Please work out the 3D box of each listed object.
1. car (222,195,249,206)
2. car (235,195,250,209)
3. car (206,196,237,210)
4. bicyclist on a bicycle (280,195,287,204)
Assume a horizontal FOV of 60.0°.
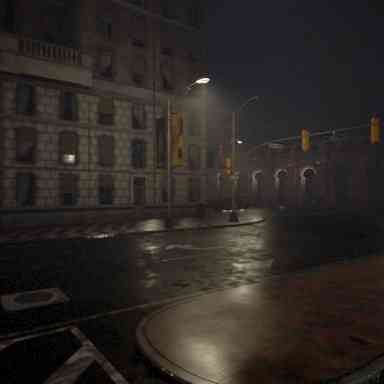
[{"bbox_3d":[7.225,1.352,55.654,2.097,1.767,4.553,0,0,-35],"label":"car"},{"bbox_3d":[5.729,1.505,45.396,1.837,1.490,4.892,0,0,-36],"label":"car"},{"bbox_3d":[2.929,1.547,43.285,2.033,1.411,5.357,0,0,-36],"label":"car"},{"bbox_3d":[15.552,1.300,56.504,1.656,1.620,0.582,0,0,-36],"label":"bicyclist on a bicycle"}]
